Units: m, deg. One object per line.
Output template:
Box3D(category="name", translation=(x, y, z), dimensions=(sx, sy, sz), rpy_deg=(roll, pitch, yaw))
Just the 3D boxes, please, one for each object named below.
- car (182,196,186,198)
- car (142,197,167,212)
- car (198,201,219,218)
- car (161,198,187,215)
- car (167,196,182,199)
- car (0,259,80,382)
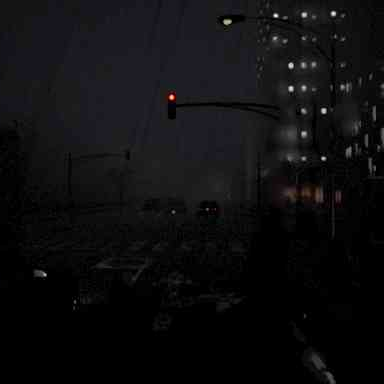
Box3D(category="car", translation=(-2.122, 1.524, 68.543), dimensions=(2.033, 1.411, 5.357), rpy_deg=(0, 0, 4))
Box3D(category="car", translation=(-4.530, 1.456, 39.264), dimensions=(1.882, 1.535, 5.008), rpy_deg=(0, 0, 5))
Box3D(category="car", translation=(1.502, 1.510, 30.205), dimensions=(2.033, 1.411, 5.357), rpy_deg=(1, 0, 4))
Box3D(category="car", translation=(-1.536, 1.576, 33.333), dimensions=(1.895, 1.301, 4.718), rpy_deg=(0, 0, 4))
Box3D(category="car", translation=(-3.421, 1.466, 53.238), dimensions=(2.128, 1.511, 4.902), rpy_deg=(0, 0, 5))
Box3D(category="car", translation=(-3.060, 1.562, 4.425), dimensions=(1.994, 1.385, 4.181), rpy_deg=(0, 0, 1))
